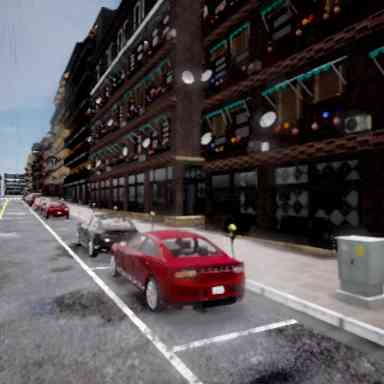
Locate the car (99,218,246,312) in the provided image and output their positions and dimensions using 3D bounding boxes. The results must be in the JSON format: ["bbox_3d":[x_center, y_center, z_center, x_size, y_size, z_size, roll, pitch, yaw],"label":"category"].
[{"bbox_3d":[-0.601,1.544,7.691,1.887,1.381,4.507,2,-1,-28],"label":"car"}]

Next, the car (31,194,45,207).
[{"bbox_3d":[-16.357,1.292,36.897,1.967,1.590,4.097,2,-1,-28],"label":"car"}]

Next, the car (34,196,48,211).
[{"bbox_3d":[-13.739,1.417,32.024,1.887,1.381,4.507,2,-1,-28],"label":"car"}]

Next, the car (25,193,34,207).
[{"bbox_3d":[-21.645,1.129,46.612,2.192,1.841,5.009,2,-1,-28],"label":"car"}]

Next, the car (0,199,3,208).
[{"bbox_3d":[-24.911,1.286,41.490,1.812,1.442,4.674,1,0,-28],"label":"car"}]

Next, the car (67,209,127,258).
[{"bbox_3d":[-3.229,1.521,12.558,2.008,1.369,4.403,2,-1,-28],"label":"car"}]

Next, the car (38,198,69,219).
[{"bbox_3d":[-11.111,1.438,27.158,1.887,1.381,4.507,2,-1,-28],"label":"car"}]

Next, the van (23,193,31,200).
[{"bbox_3d":[-40.044,1.084,80.682,1.690,1.788,3.998,2,-1,-28],"label":"van"}]
